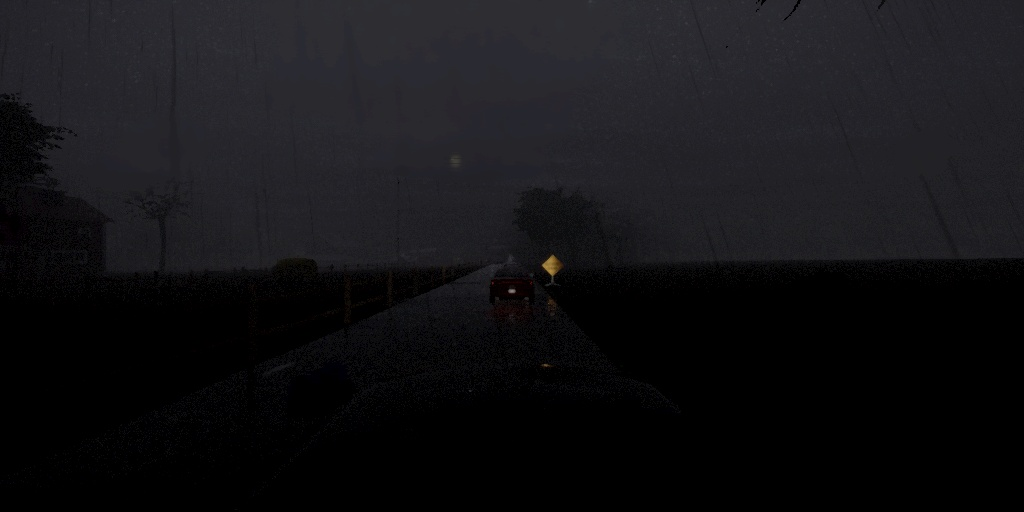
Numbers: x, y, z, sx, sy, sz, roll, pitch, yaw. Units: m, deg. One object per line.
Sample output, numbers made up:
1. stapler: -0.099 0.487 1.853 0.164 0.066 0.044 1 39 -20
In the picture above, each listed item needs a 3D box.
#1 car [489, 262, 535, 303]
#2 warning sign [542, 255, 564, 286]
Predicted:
1. car: 0.000 1.230 16.502 1.882 1.535 5.008 0 0 0
2. warning sign: 2.450 0.857 21.694 1.300 1.860 1.060 0 0 0
